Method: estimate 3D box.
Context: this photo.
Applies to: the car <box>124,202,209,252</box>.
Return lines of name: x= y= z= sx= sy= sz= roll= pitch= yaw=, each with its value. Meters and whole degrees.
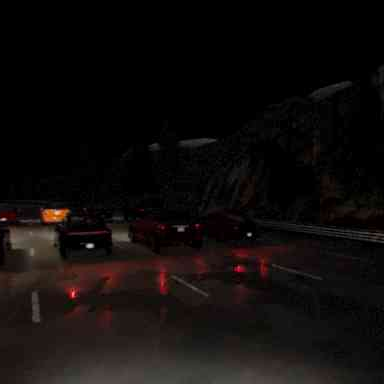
car: x=-1.351 y=1.528 z=15.049 sx=2.097 sy=1.767 sz=4.553 roll=0 pitch=-1 yaw=-26

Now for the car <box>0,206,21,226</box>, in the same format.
car: x=-14.459 y=1.816 z=25.875 sx=1.812 sy=1.442 sz=4.674 roll=0 pitch=-1 yaw=-26

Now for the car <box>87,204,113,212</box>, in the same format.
car: x=-8.326 y=1.814 z=29.255 sx=1.882 sy=1.535 sz=5.008 roll=0 pitch=0 yaw=-26

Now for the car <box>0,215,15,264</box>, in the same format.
car: x=-7.569 y=1.734 z=11.817 sx=1.895 sy=1.301 sz=4.718 roll=0 pitch=-1 yaw=-26

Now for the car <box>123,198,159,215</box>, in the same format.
car: x=-4.435 y=1.566 z=29.292 sx=2.150 sy=2.045 sz=5.566 roll=0 pitch=0 yaw=-26

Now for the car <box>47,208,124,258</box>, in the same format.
car: x=-4.532 y=1.649 z=13.586 sx=2.128 sy=1.511 sz=4.902 roll=0 pitch=-1 yaw=-26

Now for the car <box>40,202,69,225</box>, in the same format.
car: x=-11.104 y=1.658 z=26.982 sx=2.097 sy=1.767 sz=4.553 roll=0 pitch=-1 yaw=-26

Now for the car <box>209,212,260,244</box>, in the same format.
car: x=1.589 y=1.729 z=17.014 sx=1.812 sy=1.442 sz=4.674 roll=0 pitch=-1 yaw=-25
